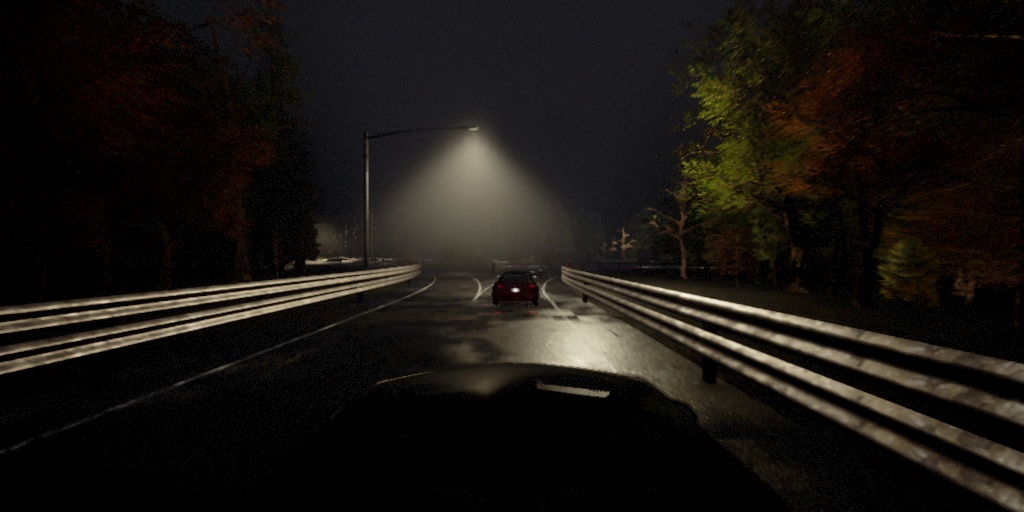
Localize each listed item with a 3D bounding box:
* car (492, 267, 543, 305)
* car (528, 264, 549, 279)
[{"bbox_3d":[0.208,1.356,16.423,1.994,1.385,4.181,0,0,2],"label":"car"},{"bbox_3d":[2.387,1.483,35.194,1.994,1.385,4.181,0,-1,13],"label":"car"}]
